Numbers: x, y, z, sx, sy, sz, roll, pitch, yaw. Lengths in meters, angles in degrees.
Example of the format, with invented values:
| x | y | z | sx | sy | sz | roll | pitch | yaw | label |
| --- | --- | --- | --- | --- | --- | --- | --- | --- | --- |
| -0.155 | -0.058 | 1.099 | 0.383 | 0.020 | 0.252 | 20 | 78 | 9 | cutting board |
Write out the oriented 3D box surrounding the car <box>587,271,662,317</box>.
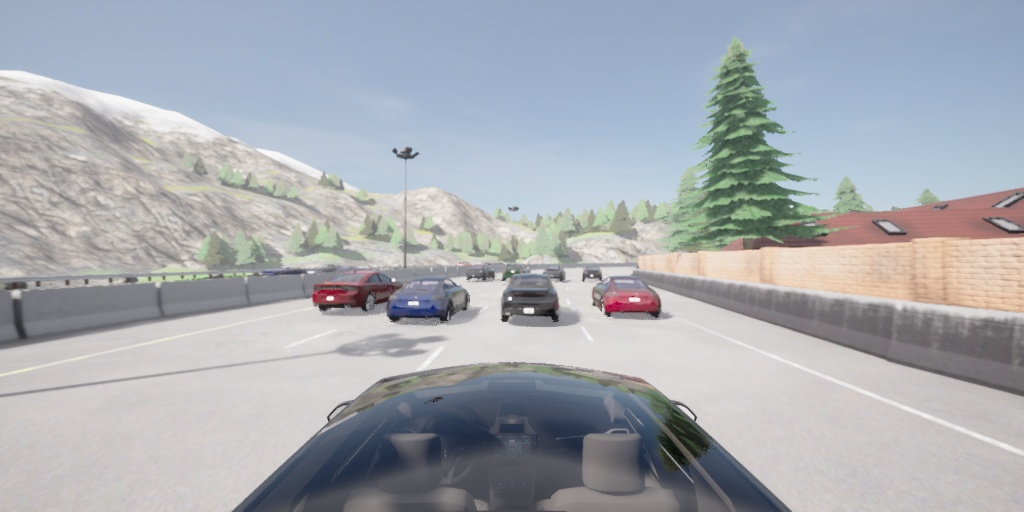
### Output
| x | y | z | sx | sy | sz | roll | pitch | yaw | label |
| --- | --- | --- | --- | --- | --- | --- | --- | --- | --- |
| 4.307 | 1.463 | 14.054 | 1.994 | 1.385 | 4.181 | 0 | -1 | 5 | car |

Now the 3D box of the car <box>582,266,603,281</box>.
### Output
| x | y | z | sx | sy | sz | roll | pitch | yaw | label |
| --- | --- | --- | --- | --- | --- | --- | --- | --- | --- |
| 7.893 | 1.671 | 35.169 | 1.812 | 1.442 | 4.674 | 0 | -1 | 14 | car |

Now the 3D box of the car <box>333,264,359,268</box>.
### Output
| x | y | z | sx | sy | sz | roll | pitch | yaw | label |
| --- | --- | --- | --- | --- | --- | --- | --- | --- | --- |
| -14.145 | 1.678 | 33.801 | 1.895 | 1.301 | 4.718 | 0 | -1 | 12 | car |

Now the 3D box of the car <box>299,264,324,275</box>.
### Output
| x | y | z | sx | sy | sz | roll | pitch | yaw | label |
| --- | --- | --- | --- | --- | --- | --- | --- | --- | --- |
| -20.127 | 1.614 | 39.088 | 2.128 | 1.511 | 4.902 | 0 | -1 | 13 | car |

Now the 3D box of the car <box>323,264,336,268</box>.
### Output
| x | y | z | sx | sy | sz | roll | pitch | yaw | label |
| --- | --- | --- | --- | --- | --- | --- | --- | --- | --- |
| -16.956 | 1.674 | 37.274 | 1.994 | 1.385 | 4.181 | 0 | -1 | 13 | car |

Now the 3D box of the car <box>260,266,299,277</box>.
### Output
| x | y | z | sx | sy | sz | roll | pitch | yaw | label |
| --- | --- | --- | --- | --- | --- | --- | --- | --- | --- |
| -23.973 | 1.703 | 38.051 | 1.895 | 1.301 | 4.718 | 0 | -1 | 13 | car |

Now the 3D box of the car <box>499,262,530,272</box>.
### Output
| x | y | z | sx | sy | sz | roll | pitch | yaw | label |
| --- | --- | --- | --- | --- | --- | --- | --- | --- | --- |
| 0.529 | 1.472 | 34.417 | 2.097 | 1.767 | 4.553 | 0 | -1 | 12 | car |

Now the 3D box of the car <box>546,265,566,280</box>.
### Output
| x | y | z | sx | sy | sz | roll | pitch | yaw | label |
| --- | --- | --- | --- | --- | --- | --- | --- | --- | --- |
| 4.111 | 1.620 | 34.418 | 2.128 | 1.511 | 4.902 | 0 | -1 | 13 | car |

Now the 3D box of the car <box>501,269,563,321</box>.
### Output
| x | y | z | sx | sy | sz | roll | pitch | yaw | label |
| --- | --- | --- | --- | --- | --- | --- | --- | --- | --- |
| 0.699 | 1.384 | 12.994 | 1.837 | 1.490 | 4.892 | 0 | 0 | 5 | car |

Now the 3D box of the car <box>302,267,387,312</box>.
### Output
| x | y | z | sx | sy | sz | roll | pitch | yaw | label |
| --- | --- | --- | --- | --- | --- | --- | --- | --- | --- |
| -6.145 | 1.363 | 15.022 | 1.882 | 1.535 | 5.008 | 0 | -1 | 5 | car |

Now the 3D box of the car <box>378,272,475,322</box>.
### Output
| x | y | z | sx | sy | sz | roll | pitch | yaw | label |
| --- | --- | --- | --- | --- | --- | --- | --- | --- | --- |
| -2.820 | 1.433 | 12.848 | 1.994 | 1.385 | 4.181 | 0 | -1 | 5 | car |

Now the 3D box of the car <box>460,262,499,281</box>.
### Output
| x | y | z | sx | sy | sz | roll | pitch | yaw | label |
| --- | --- | --- | --- | --- | --- | --- | --- | --- | --- |
| -2.958 | 1.608 | 34.905 | 2.128 | 1.511 | 4.902 | 0 | -1 | 12 | car |
